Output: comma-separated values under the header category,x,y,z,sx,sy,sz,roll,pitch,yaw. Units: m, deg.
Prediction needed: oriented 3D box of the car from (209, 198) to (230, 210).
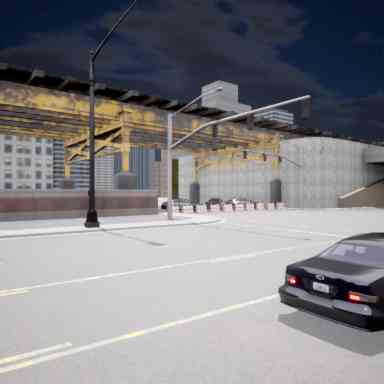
category,x,y,z,sx,sy,sz,roll,pitch,yaw
car,2.815,1.452,40.495,2.038,1.542,4.974,0,0,18

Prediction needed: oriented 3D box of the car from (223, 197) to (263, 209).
category,x,y,z,sx,sy,sz,roll,pitch,yaw
car,6.725,1.452,44.255,4.974,1.542,2.038,0,0,-7

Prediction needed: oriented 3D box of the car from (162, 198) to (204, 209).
category,x,y,z,sx,sy,sz,roll,pitch,yaw
car,-0.981,1.295,37.817,4.536,1.218,1.853,0,0,8

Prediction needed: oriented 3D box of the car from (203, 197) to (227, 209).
category,x,y,z,sx,sy,sz,roll,pitch,yaw
car,2.831,1.294,40.545,1.853,1.218,4.536,0,0,18

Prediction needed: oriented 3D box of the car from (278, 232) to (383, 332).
category,x,y,z,sx,sy,sz,roll,pitch,yaw
car,4.079,1.547,6.688,5.357,1.411,2.033,0,0,-35

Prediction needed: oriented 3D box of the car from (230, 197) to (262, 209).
category,x,y,z,sx,sy,sz,roll,pitch,yaw
car,6.674,1.294,44.249,4.536,1.218,1.853,0,0,-7

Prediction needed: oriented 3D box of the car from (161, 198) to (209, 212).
category,x,y,z,sx,sy,sz,roll,pitch,yaw
car,-0.930,1.452,37.810,4.974,1.542,2.038,0,0,8
